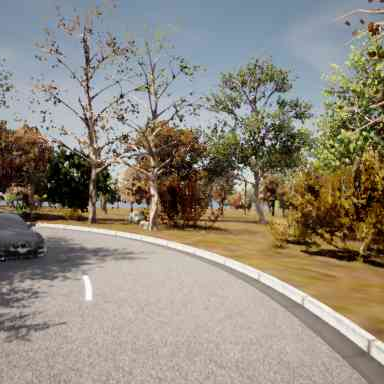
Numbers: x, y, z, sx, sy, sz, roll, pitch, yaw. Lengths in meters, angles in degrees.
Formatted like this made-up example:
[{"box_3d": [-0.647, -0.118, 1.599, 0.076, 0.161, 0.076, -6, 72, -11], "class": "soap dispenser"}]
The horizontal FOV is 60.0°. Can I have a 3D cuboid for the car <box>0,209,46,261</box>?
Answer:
[{"box_3d": [-6.743, 1.378, 11.320, 4.892, 1.490, 1.837, 3, -1, 41], "class": "car"}]
